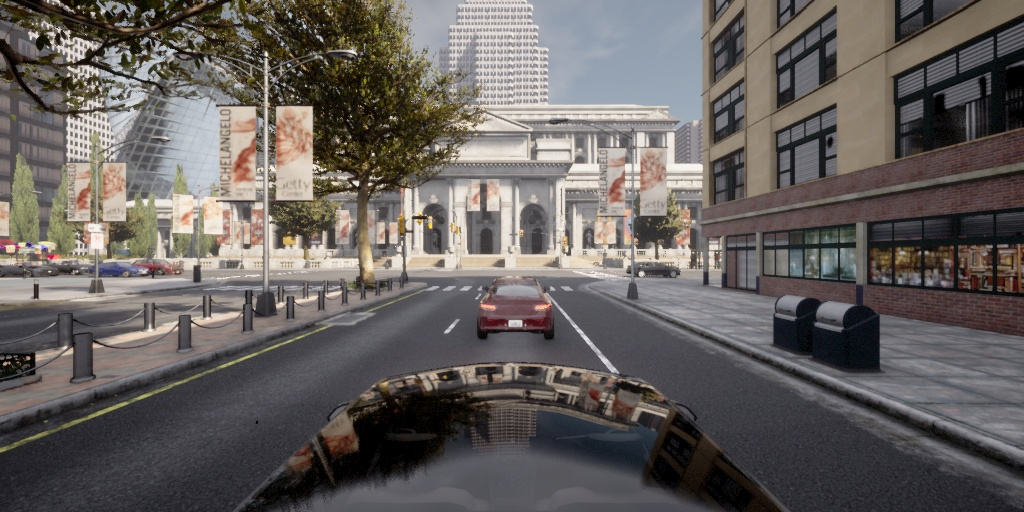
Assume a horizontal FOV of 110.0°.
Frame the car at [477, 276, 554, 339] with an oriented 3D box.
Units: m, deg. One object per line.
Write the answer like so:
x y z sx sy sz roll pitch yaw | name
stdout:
0.111 1.276 9.959 1.812 1.442 4.674 0 0 1 | car

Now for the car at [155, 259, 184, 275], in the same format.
-37.312 1.102 37.647 4.553 1.767 2.097 0 0 0 | car

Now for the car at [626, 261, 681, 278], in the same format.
13.251 1.255 33.615 4.892 1.490 1.837 0 0 1 | car

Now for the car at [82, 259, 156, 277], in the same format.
-37.344 1.276 34.152 4.674 1.442 1.812 0 0 0 | car

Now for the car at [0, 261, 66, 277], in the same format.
-46.104 1.314 34.177 4.181 1.385 1.994 0 0 -1 | car

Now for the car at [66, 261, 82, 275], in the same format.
-46.267 1.241 37.684 4.902 1.511 2.128 0 0 0 | car
